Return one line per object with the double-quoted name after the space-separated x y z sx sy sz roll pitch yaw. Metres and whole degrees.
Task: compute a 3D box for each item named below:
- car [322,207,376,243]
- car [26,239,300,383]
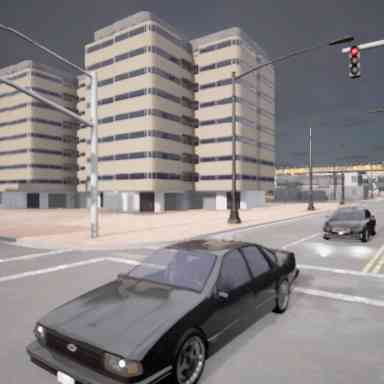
7.877 1.522 16.478 1.837 1.490 4.892 0 0 35 "car"
0.216 1.565 5.638 2.033 1.411 5.357 0 0 35 "car"
